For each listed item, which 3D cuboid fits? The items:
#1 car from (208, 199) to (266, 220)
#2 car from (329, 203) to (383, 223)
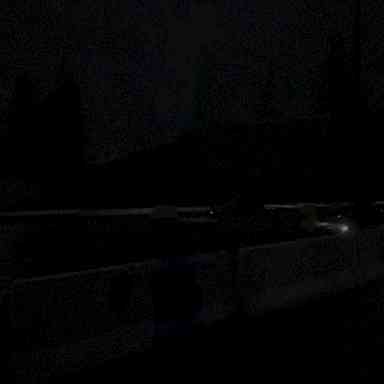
[{"bbox_3d":[3.623,1.336,26.558,4.892,1.490,1.837,0,0,-29],"label":"car"},{"bbox_3d":[11.468,1.418,22.850,4.181,1.385,1.994,0,0,-27],"label":"car"}]
